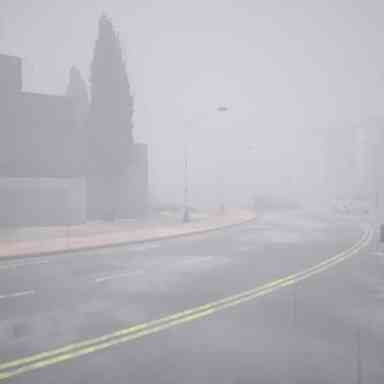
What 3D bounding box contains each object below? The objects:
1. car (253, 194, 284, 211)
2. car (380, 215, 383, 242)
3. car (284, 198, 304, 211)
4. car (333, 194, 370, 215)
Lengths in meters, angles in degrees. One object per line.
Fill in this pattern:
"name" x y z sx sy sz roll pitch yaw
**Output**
"car" 9.624 1.347 43.270 2.150 2.045 5.566 0 0 -6
"car" 10.109 1.570 15.758 1.994 1.385 4.181 0 0 32
"car" 13.055 1.612 43.738 1.837 1.490 4.892 0 -1 -5
"car" 16.682 1.267 34.923 2.150 2.045 5.566 0 0 6
